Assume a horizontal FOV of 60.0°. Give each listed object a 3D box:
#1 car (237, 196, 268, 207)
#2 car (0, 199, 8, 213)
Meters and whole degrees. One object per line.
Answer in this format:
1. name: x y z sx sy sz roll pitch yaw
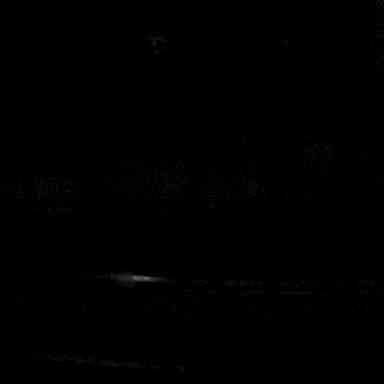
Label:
1. car: 8.249 1.278 43.201 4.892 1.490 1.837 0 -1 21
2. car: -19.465 1.216 30.726 2.128 1.511 4.902 0 0 17
